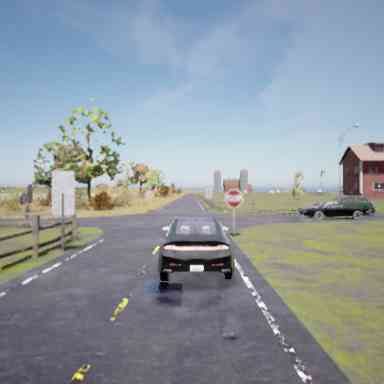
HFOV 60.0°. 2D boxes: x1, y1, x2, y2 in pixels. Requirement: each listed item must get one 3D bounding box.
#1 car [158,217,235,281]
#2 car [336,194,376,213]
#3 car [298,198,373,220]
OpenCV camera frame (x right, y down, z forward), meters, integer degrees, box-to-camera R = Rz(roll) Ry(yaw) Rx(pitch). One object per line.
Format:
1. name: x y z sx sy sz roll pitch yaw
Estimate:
1. car: 0.106 1.474 9.800 2.128 1.511 4.902 0 0 0
2. car: 12.733 1.091 27.948 4.553 1.767 2.097 -1 1 0
3. car: 10.663 1.397 25.226 4.718 1.301 1.895 -1 1 0
